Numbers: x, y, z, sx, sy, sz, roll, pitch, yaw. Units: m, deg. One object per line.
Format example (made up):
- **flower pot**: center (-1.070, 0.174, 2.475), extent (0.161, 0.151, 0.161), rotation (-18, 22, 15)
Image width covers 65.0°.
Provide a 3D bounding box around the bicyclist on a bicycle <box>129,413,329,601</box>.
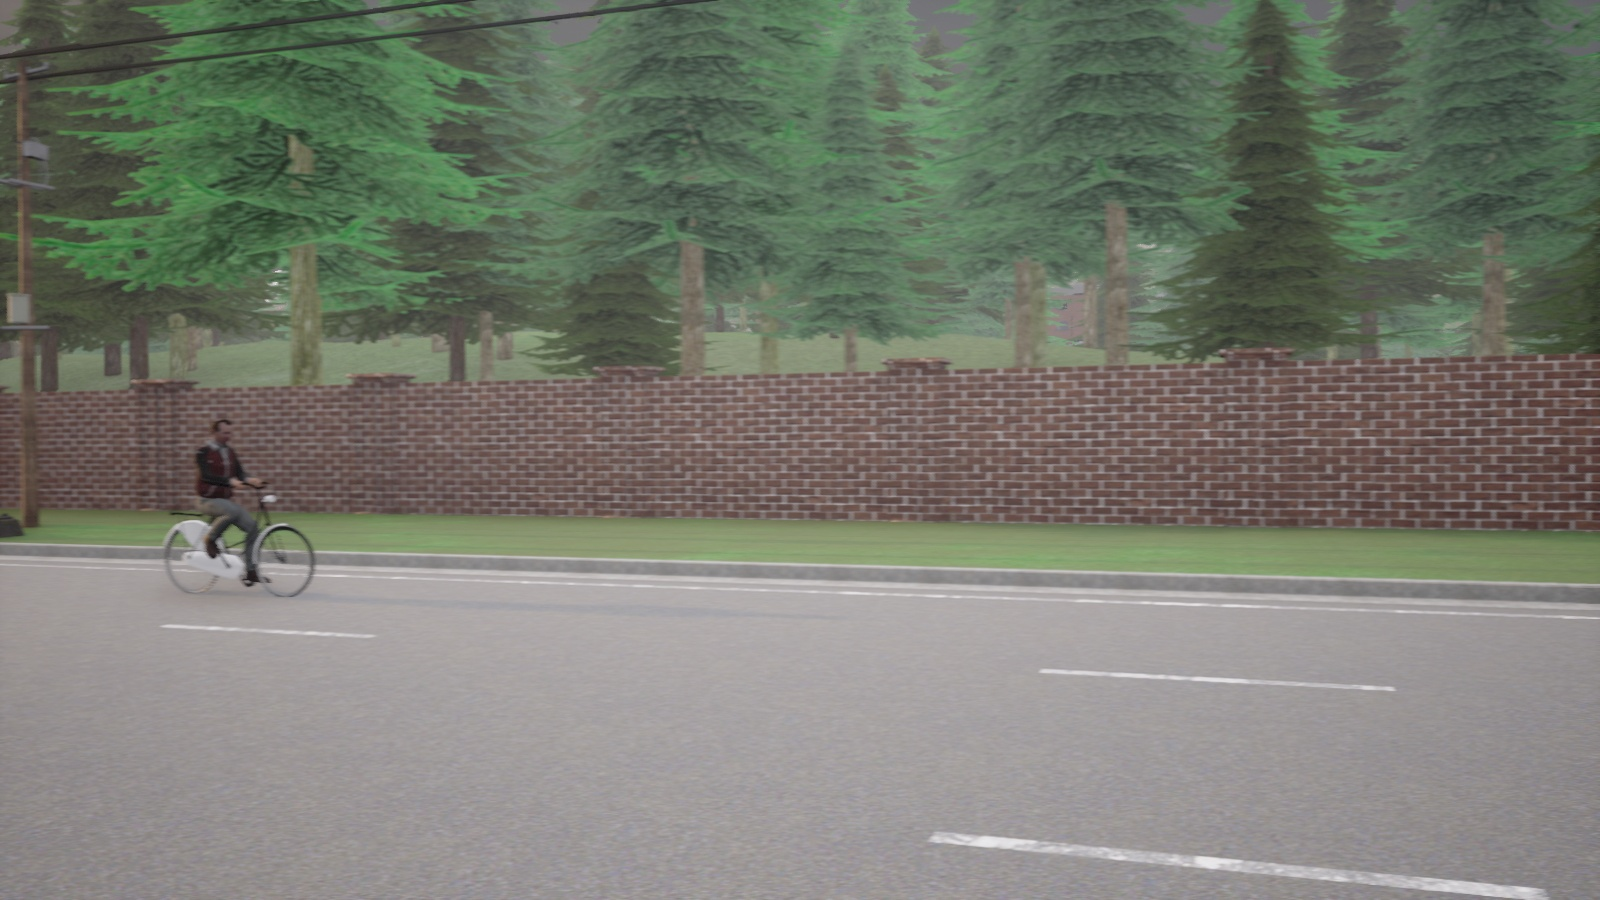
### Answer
- **bicyclist on a bicycle**: center (-5.673, 0.535, 12.484), extent (1.843, 1.776, 0.659), rotation (0, 1, 19)
